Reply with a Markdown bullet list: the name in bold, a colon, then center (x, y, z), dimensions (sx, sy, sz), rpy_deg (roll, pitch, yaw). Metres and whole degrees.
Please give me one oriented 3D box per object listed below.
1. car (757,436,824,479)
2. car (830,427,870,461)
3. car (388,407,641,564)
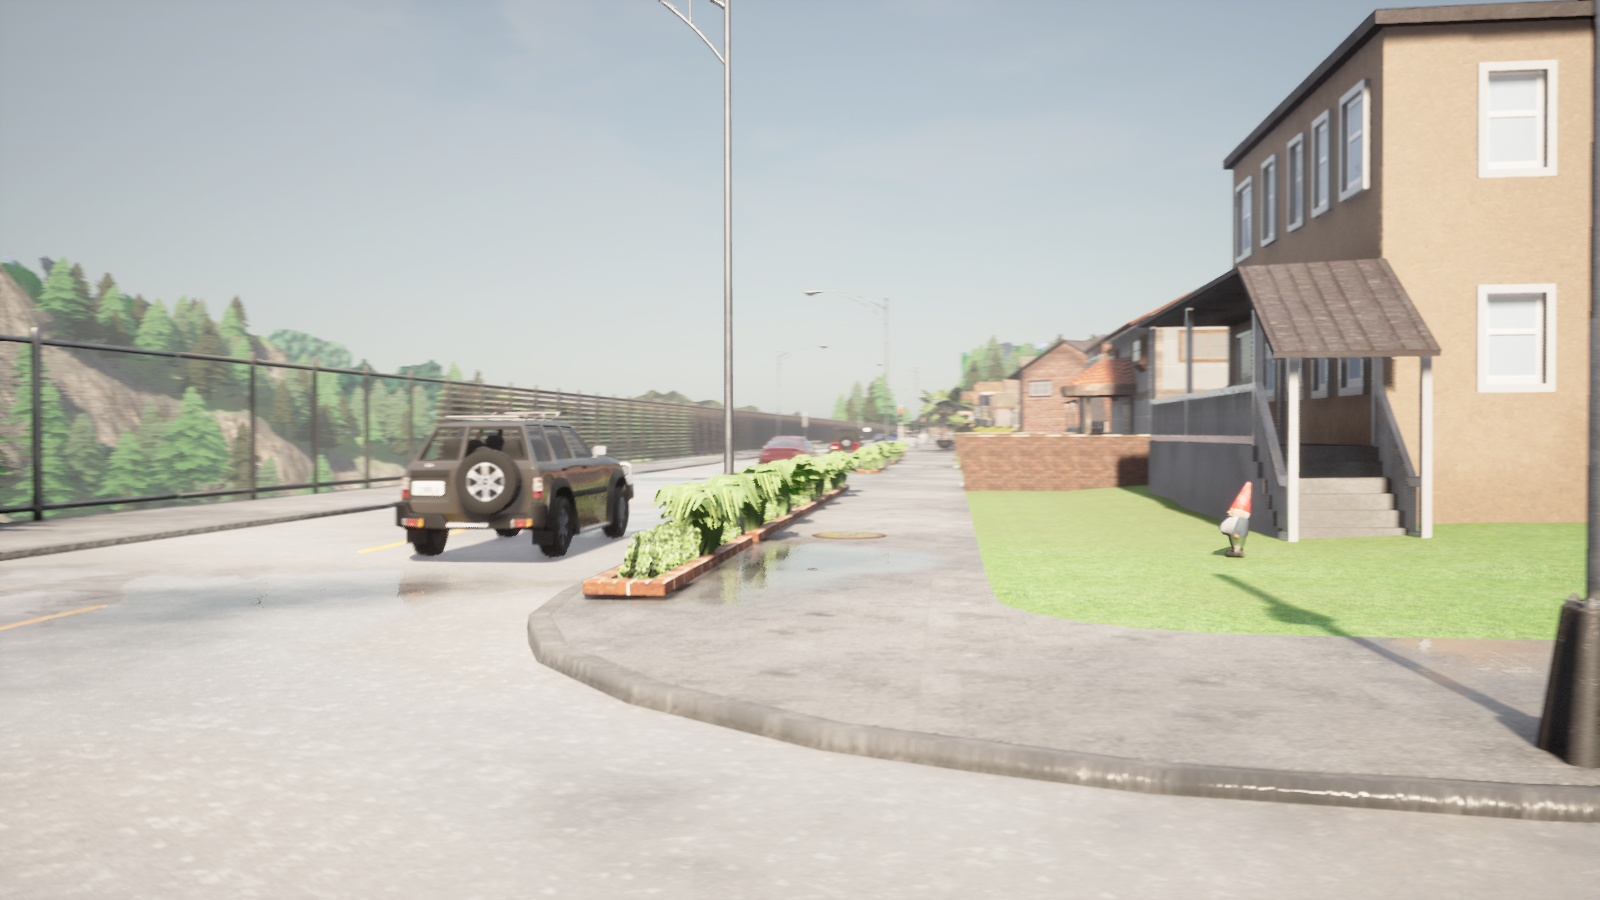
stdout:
- **car**: center (-0.276, 0.220, 45.061), dimensions (1.812, 1.442, 4.674), rpy_deg (0, 1, 7)
- **car**: center (2.832, -0.352, 70.519), dimensions (1.905, 1.878, 3.866), rpy_deg (0, 1, 7)
- **car**: center (-3.695, 0.384, 17.216), dimensions (1.932, 1.855, 4.605), rpy_deg (0, 1, 7)
